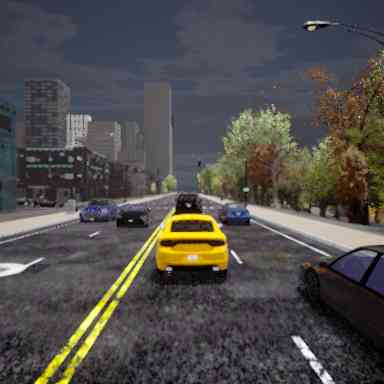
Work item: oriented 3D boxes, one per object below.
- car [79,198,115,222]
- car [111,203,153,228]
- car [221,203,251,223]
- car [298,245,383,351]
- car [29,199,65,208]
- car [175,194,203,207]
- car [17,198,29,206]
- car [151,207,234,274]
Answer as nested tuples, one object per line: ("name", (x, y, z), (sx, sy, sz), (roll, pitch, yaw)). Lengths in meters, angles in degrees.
("car", (-6.928, 1.284, 25.187), (2.097, 1.767, 4.553), (0, 0, -1))
("car", (-3.626, 1.506, 21.560), (1.994, 1.385, 4.181), (0, 0, -1))
("car", (3.027, 1.478, 24.440), (2.033, 1.411, 5.357), (0, 0, -1))
("car", (3.306, 1.532, 5.000), (2.033, 1.411, 5.357), (0, 0, -1))
("car", (-20.653, 1.692, 48.153), (4.313, 1.339, 1.947), (-1, 1, -1))
("car", (-0.280, 1.143, 28.019), (2.150, 2.045, 5.566), (0, 0, -1))
("car", (-29.118, 1.670, 56.533), (4.403, 1.369, 2.008), (-1, 1, -1))
("car", (-0.017, 1.448, 10.524), (1.882, 1.535, 5.008), (0, 0, -1))
